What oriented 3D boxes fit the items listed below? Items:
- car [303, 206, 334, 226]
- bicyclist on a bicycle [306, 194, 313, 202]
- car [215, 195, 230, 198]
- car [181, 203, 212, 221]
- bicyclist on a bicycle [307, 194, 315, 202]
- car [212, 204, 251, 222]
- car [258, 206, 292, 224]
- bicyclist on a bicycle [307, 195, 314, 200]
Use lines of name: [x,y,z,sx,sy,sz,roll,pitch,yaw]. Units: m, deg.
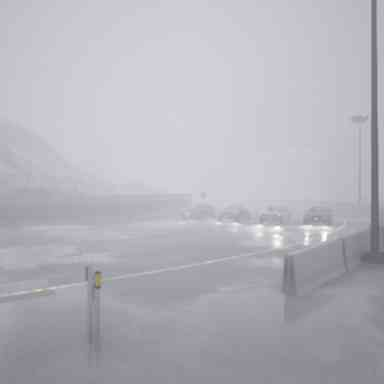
car: [10.085,1.840,26.294,1.994,1.385,4.181,0,-1,28]
bicyclist on a bicycle: [30.823,1.602,87.279,1.656,1.620,0.582,27,-13,-28]
car: [7.712,1.702,95.317,2.128,1.511,4.902,0,0,-31]
car: [0.713,1.806,31.045,2.128,1.511,4.902,-1,-1,28]
bicyclist on a bicycle: [31.081,1.600,86.834,1.656,1.620,0.582,26,-14,-29]
car: [3.806,1.809,29.413,1.812,1.442,4.674,-1,-2,28]
car: [7.075,1.872,28.066,1.895,1.301,4.718,0,-1,27]
bicyclist on a bicycle: [31.362,1.601,86.334,1.656,1.620,0.582,24,-11,-28]
